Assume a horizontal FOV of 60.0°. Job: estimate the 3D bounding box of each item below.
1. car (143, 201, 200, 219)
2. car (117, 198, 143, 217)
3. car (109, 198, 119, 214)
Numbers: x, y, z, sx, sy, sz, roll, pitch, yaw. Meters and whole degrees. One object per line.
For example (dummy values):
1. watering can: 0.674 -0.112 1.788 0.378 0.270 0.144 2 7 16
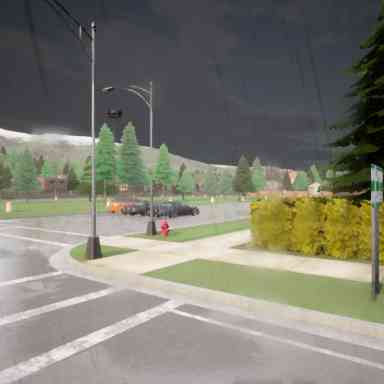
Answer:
1. car: -1.493 1.547 29.188 2.033 1.411 5.357 0 0 36
2. car: -4.141 1.547 31.499 2.033 1.411 5.357 0 0 36
3. car: -6.305 1.351 34.478 2.097 1.767 4.553 0 0 36
